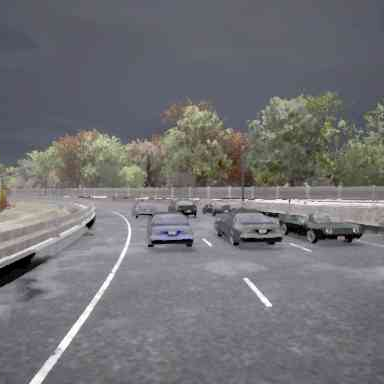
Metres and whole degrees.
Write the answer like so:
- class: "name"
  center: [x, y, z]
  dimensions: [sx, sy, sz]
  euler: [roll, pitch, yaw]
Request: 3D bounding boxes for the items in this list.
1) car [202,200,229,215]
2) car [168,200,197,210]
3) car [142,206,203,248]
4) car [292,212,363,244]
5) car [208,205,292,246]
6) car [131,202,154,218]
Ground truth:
- class: "car"
  center: [2.384, 1.531, 31.711]
  dimensions: [1.812, 1.442, 4.674]
  euler: [0, 0, -16]
- class: "car"
  center: [-0.974, 1.483, 30.724]
  dimensions: [1.882, 1.535, 5.008]
  euler: [0, 0, -16]
- class: "car"
  center: [-1.088, 1.561, 14.848]
  dimensions: [2.033, 1.411, 5.357]
  euler: [0, 0, -8]
- class: "car"
  center: [5.836, 1.615, 15.876]
  dimensions: [1.895, 1.301, 4.718]
  euler: [0, 0, -8]
- class: "car"
  center: [2.376, 1.561, 15.347]
  dimensions: [2.033, 1.411, 5.357]
  euler: [0, 0, -8]
- class: "car"
  center: [-4.332, 1.561, 29.736]
  dimensions: [2.033, 1.411, 5.357]
  euler: [0, 0, -16]
